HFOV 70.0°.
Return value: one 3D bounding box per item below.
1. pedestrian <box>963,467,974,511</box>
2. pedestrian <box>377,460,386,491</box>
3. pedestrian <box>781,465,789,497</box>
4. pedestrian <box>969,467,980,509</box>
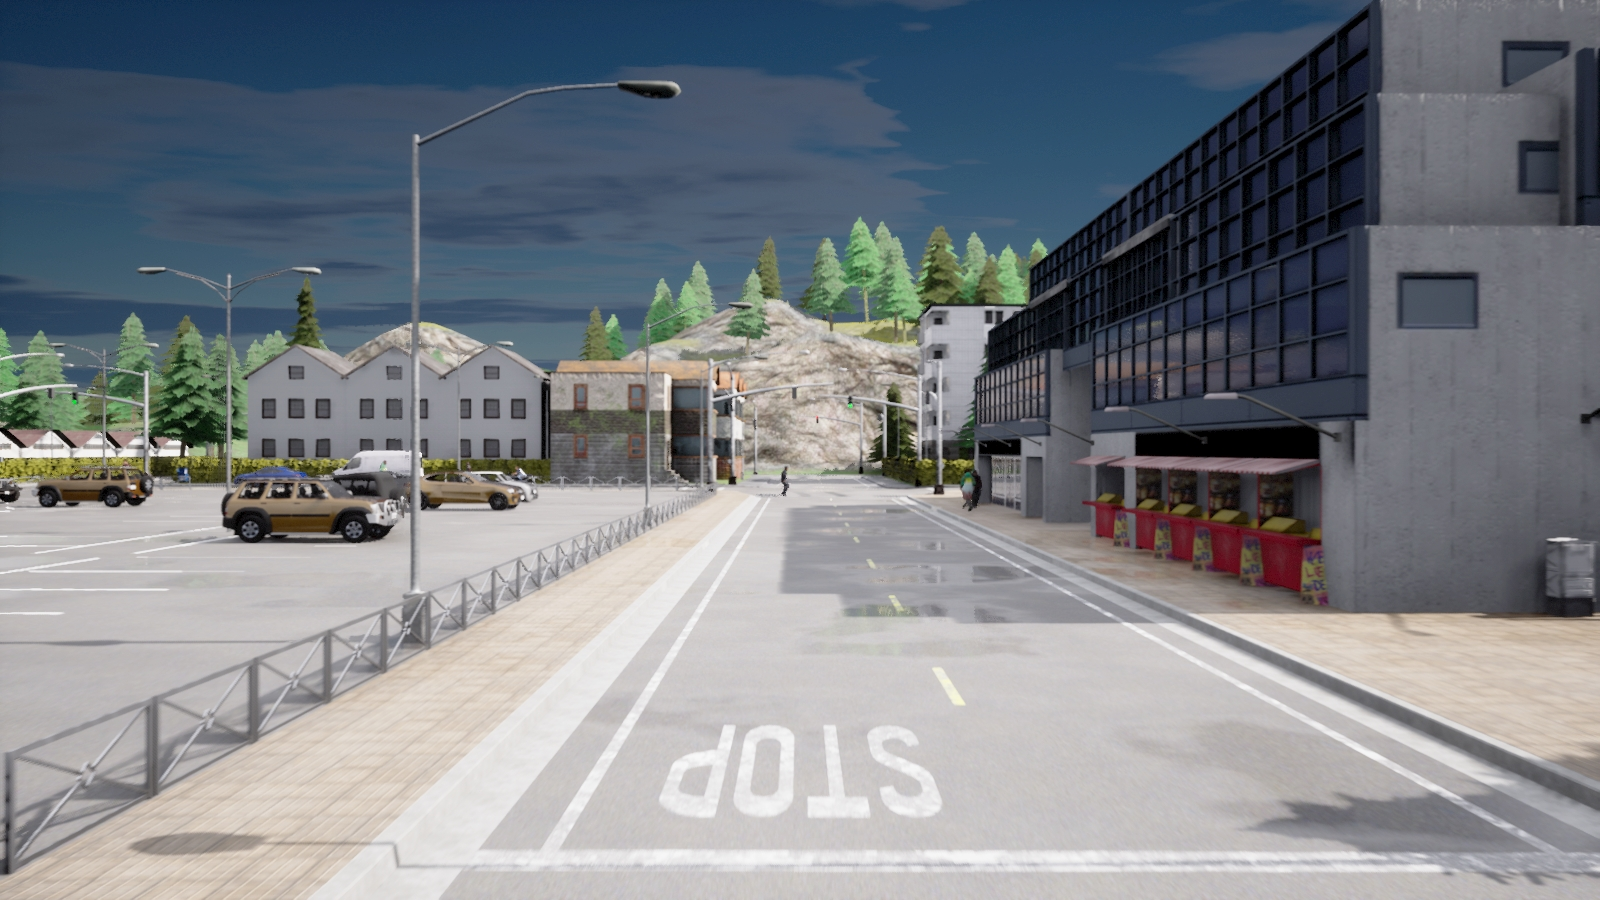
[{"bbox_3d":[7.260,1.685,49.168,0.375,1.860,0.375,0,0,-12],"label":"pedestrian"},{"bbox_3d":[-24.884,1.505,67.959,0.375,1.860,0.375,0,0,-2],"label":"pedestrian"},{"bbox_3d":[-0.887,1.823,67.566,0.375,1.860,0.375,0,0,15],"label":"pedestrian"},{"bbox_3d":[7.790,1.687,51.023,0.375,1.860,0.375,0,0,-10],"label":"pedestrian"}]
